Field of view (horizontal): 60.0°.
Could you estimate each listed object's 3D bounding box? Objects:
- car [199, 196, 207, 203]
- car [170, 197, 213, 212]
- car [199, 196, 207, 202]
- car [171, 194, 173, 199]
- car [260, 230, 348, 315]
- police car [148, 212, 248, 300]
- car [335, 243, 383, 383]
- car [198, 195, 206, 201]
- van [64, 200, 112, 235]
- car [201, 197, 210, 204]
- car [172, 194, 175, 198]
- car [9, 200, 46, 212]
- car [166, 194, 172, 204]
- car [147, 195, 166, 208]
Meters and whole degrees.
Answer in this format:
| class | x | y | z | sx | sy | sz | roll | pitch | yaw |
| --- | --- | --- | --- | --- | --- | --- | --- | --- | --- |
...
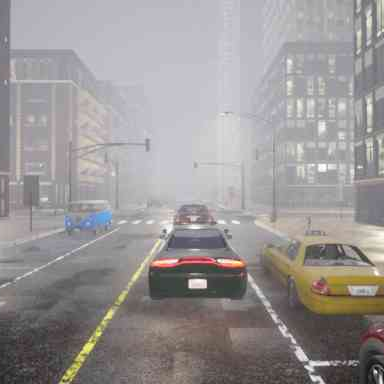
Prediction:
| class | x | y | z | sx | sy | sz | roll | pitch | yaw |
| --- | --- | --- | --- | --- | --- | --- | --- | --- | --- |
| car | 2.692 | 1.733 | 79.342 | 1.752 | 1.417 | 4.829 | 0 | 0 | 0 |
| car | 0.085 | 1.369 | 18.616 | 2.097 | 1.767 | 4.553 | 0 | 0 | 0 |
| car | 2.692 | 1.801 | 84.835 | 1.947 | 1.339 | 4.313 | 0 | 0 | 0 |
| car | -5.688 | 1.761 | 73.508 | 1.802 | 1.307 | 4.206 | 0 | 0 | 0 |
| car | 2.707 | 1.529 | 7.577 | 1.752 | 1.417 | 4.829 | 1 | 0 | 0 |
| police car | 0.102 | 1.509 | 8.506 | 2.038 | 1.542 | 4.974 | 0 | 0 | 0 |
| car | 2.706 | 1.441 | 1.883 | 1.967 | 1.590 | 4.097 | 1 | 0 | 0 |
| car | 2.692 | 1.705 | 90.499 | 1.967 | 1.590 | 4.097 | 0 | 0 | 0 |
| van | -5.660 | 1.358 | 18.453 | 1.690 | 1.788 | 3.998 | 1 | 0 | 0 |
| car | 2.693 | 1.680 | 68.017 | 1.752 | 1.417 | 4.829 | 0 | 0 | 0 |
| car | -5.687 | 1.647 | 79.172 | 1.967 | 1.590 | 4.097 | 0 | 0 | 0 |
| car | -19.055 | 1.538 | 37.861 | 4.507 | 1.381 | 1.887 | 0 | -1 | 0 |
| car | -5.687 | 1.720 | 67.846 | 1.947 | 1.339 | 4.313 | 0 | 0 | 0 |
| car | -5.684 | 1.408 | 50.859 | 2.192 | 1.841 | 5.009 | 0 | 0 | 0 |
